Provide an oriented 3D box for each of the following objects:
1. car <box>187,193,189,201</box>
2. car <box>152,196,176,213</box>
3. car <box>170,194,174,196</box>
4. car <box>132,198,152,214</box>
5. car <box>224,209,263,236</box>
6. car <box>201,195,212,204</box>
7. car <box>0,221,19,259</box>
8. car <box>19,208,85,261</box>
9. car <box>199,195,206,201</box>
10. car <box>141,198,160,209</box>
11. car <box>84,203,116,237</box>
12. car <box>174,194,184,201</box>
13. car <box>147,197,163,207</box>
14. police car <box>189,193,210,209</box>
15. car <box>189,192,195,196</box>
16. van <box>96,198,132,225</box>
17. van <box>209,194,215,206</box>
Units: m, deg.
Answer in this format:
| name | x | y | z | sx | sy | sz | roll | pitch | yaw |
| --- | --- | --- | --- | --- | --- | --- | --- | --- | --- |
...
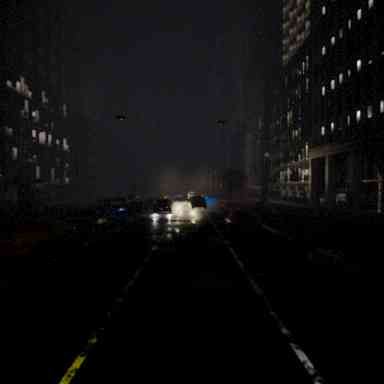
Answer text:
| name | x | y | z | sx | sy | sz | roll | pitch | yaw |
| --- | --- | --- | --- | --- | --- | --- | --- | --- | --- |
| car | 0.017 | 1.044 | 79.047 | 2.150 | 2.045 | 5.566 | 0 | 0 | 0 |
| car | -3.086 | 1.463 | 36.003 | 1.837 | 1.490 | 4.892 | 0 | 0 | 0 |
| car | -5.687 | 1.493 | 74.178 | 2.008 | 1.369 | 4.403 | -1 | 0 | 0 |
| car | -5.695 | 1.504 | 34.803 | 1.887 | 1.381 | 4.507 | -1 | 0 | 0 |
| car | 2.683 | 1.558 | 17.927 | 1.802 | 1.307 | 4.206 | -1 | 0 | 0 |
| car | 2.689 | 1.385 | 62.927 | 1.967 | 1.590 | 4.097 | -1 | 0 | 0 |
| car | -5.700 | 1.541 | 6.678 | 2.008 | 1.369 | 4.403 | -1 | 0 | 0 |
| car | -5.700 | 1.508 | 12.133 | 1.752 | 1.417 | 4.829 | -1 | 0 | 0 |
| car | 2.695 | 1.468 | 85.597 | 1.752 | 1.417 | 4.829 | -1 | 0 | 0 |
| car | -5.692 | 1.502 | 46.054 | 2.008 | 1.369 | 4.403 | -1 | 0 | 0 |
| car | -5.698 | 1.521 | 17.928 | 1.887 | 1.381 | 4.507 | -1 | 0 | 0 |
| car | -2.983 | 1.188 | 77.707 | 1.882 | 1.535 | 5.008 | 0 | 0 | 0 |
| car | -5.692 | 1.499 | 51.678 | 2.008 | 1.369 | 4.403 | -1 | 0 | 0 |
| police car | 0.909 | 1.378 | 43.912 | 1.930 | 1.638 | 5.238 | 0 | 0 | 0 |
| car | 0.900 | 1.300 | 53.775 | 2.097 | 1.767 | 4.553 | 0 | 0 | 0 |
| van | -5.700 | 1.311 | 23.552 | 1.690 | 1.788 | 3.998 | -1 | 0 | 0 |
| van | 2.685 | 1.289 | 51.677 | 1.690 | 1.788 | 3.998 | -1 | 0 | 0 |
